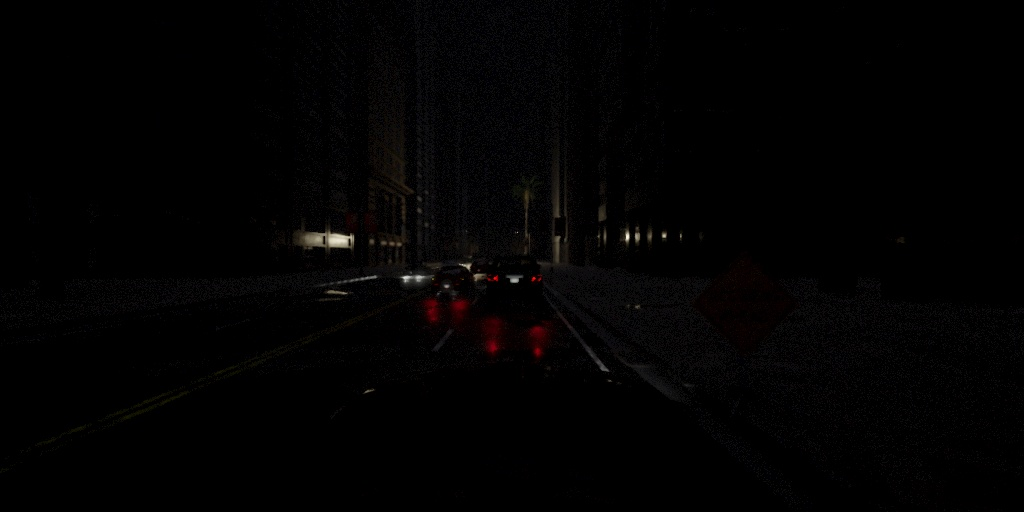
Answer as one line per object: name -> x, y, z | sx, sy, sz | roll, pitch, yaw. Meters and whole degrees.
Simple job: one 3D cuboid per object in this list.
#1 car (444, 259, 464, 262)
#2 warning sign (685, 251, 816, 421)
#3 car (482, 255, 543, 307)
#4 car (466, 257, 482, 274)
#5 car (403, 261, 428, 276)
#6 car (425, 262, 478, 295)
car -> -6.581, 1.240, 37.742 | 1.812, 1.442, 4.674 | 0, 0, 0
warning sign -> 2.850, 0.862, 4.429 | 1.300, 1.860, 1.060 | 0, 0, 0
car -> 0.099, 0.959, 15.557 | 2.150, 2.045, 5.566 | 0, 0, 0
car -> -3.146, 1.193, 36.474 | 1.882, 1.535, 5.008 | 0, 0, 0
car -> -9.841, 1.262, 37.626 | 2.033, 1.411, 5.357 | 0, 0, 0
car -> -3.149, 1.257, 19.615 | 1.812, 1.442, 4.674 | 0, 0, 0
